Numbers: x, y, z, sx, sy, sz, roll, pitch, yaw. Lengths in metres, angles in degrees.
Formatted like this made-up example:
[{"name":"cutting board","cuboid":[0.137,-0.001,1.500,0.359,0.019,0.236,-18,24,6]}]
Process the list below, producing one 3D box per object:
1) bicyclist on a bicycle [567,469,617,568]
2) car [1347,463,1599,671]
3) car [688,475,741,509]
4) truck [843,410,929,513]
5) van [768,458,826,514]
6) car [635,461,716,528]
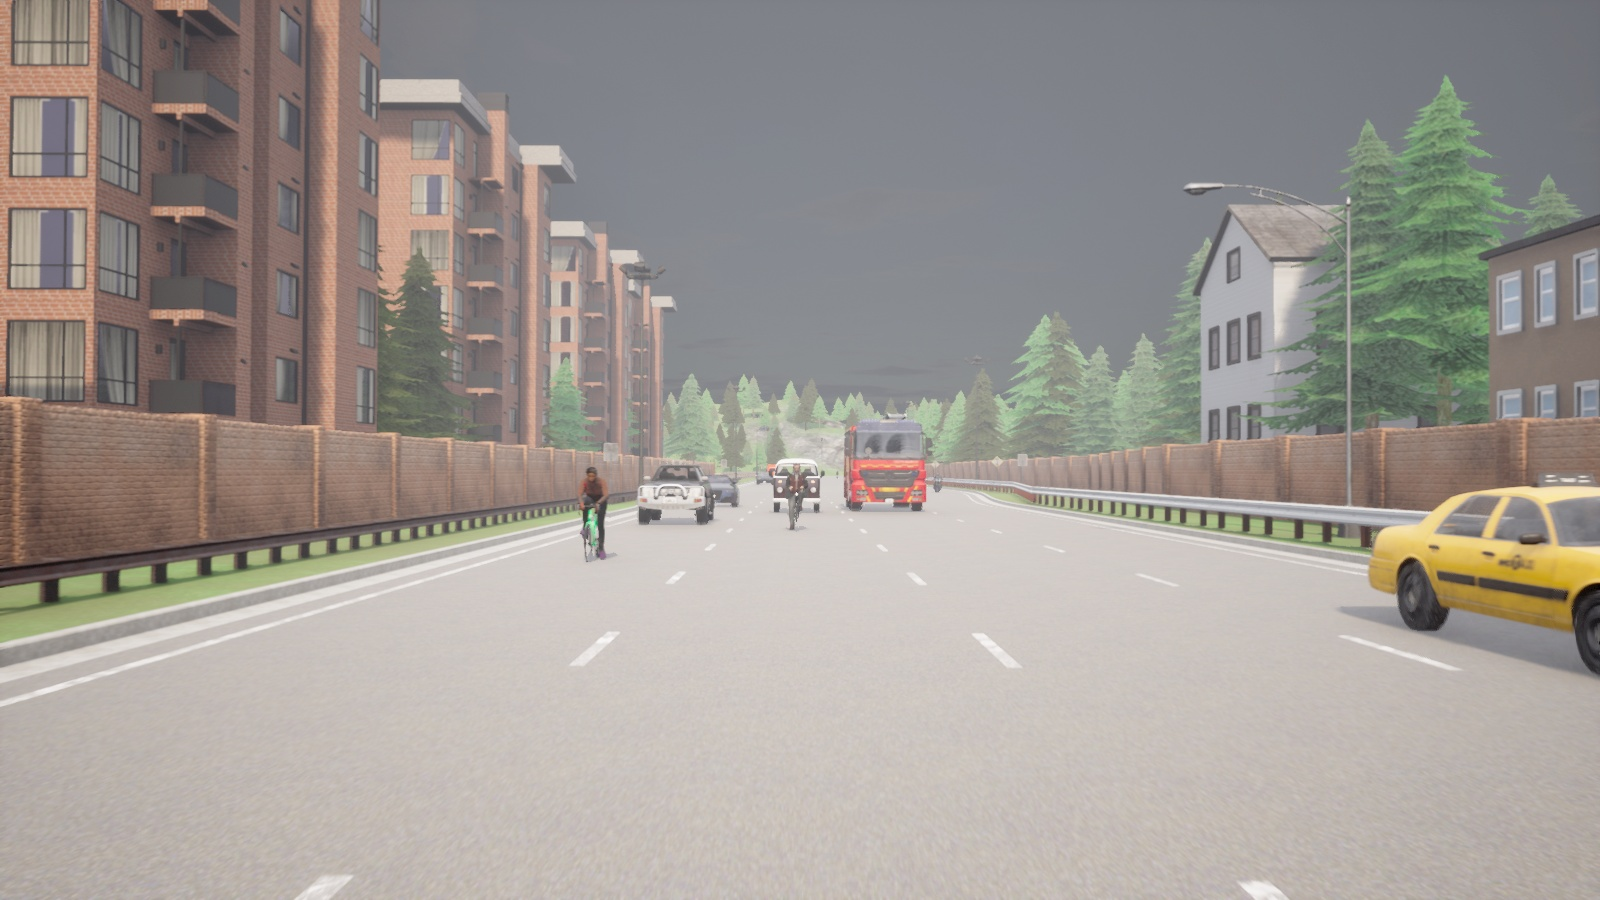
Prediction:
[{"name":"bicyclist on a bicycle","cuboid":[-3.552,1.142,21.525,0.582,1.620,1.656,0,-1,0]},{"name":"car","cuboid":[6.973,0.914,11.233,1.801,1.575,5.366,0,-1,0]},{"name":"car","cuboid":[-3.630,1.798,54.084,1.994,1.385,4.181,0,-1,0]},{"name":"truck","cuboid":[3.372,0.493,51.168,2.891,3.827,8.468,0,-1,0]},{"name":"van","cuboid":[-0.115,1.333,47.476,2.069,2.038,4.480,0,-1,0]},{"name":"car","cuboid":[-3.590,1.264,36.956,1.932,1.855,4.605,0,-1,0]}]
